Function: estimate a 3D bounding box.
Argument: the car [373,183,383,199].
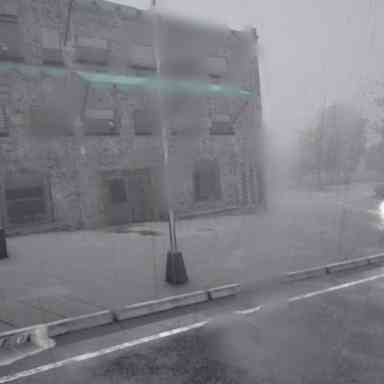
[{"bbox_3d":[18.361,-0.166,31.123,1.895,1.301,4.718,-4,4,19],"label":"car"}]
